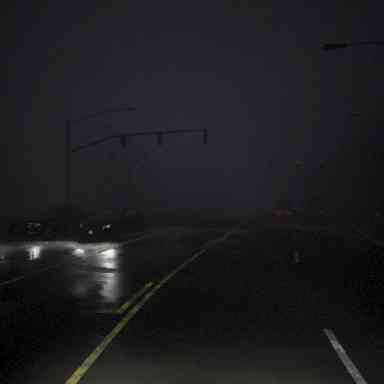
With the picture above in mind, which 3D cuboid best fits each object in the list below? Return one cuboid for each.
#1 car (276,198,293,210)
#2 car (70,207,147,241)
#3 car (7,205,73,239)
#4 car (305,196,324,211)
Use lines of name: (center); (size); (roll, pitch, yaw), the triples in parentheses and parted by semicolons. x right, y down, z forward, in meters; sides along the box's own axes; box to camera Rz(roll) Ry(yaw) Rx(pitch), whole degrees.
car: (11.474, 1.434, 41.222); (2.128, 1.511, 4.902); (0, 0, 17)
car: (-3.867, 1.521, 17.070); (1.812, 1.442, 4.674); (0, 0, 17)
car: (-7.345, 1.473, 17.646); (1.882, 1.535, 5.008); (0, 0, 16)
car: (15.075, 1.294, 41.038); (2.097, 1.767, 4.553); (0, 0, 18)
